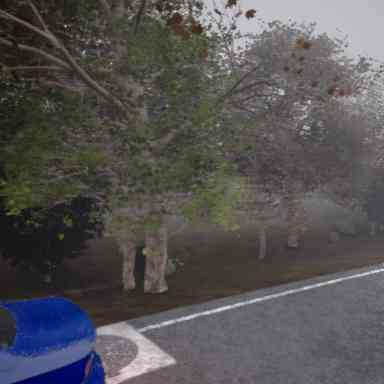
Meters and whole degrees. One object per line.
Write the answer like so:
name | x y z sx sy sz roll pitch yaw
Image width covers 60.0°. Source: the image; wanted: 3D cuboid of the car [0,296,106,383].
car | -3.032 1.485 1.833 5.008 1.535 1.882 0 0 -35
